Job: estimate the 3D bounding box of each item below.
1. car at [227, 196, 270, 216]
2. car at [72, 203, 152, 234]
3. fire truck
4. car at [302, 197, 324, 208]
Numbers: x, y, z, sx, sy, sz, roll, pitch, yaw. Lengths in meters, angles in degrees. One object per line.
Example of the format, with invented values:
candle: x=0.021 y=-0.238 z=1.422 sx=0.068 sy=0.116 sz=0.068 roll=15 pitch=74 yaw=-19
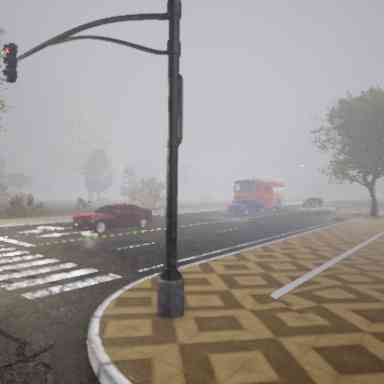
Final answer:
car: x=5.222 y=1.407 z=31.676 sx=1.882 sy=1.535 sz=5.008 roll=1 pitch=1 yaw=38
car: x=-4.510 y=1.424 z=19.323 sx=1.882 sy=1.535 sz=5.008 roll=1 pitch=1 yaw=38
fire truck: x=8.338 y=0.204 z=40.718 sx=2.891 sy=3.827 sz=8.468 roll=1 pitch=1 yaw=38
car: x=16.916 y=1.470 z=46.375 sx=1.837 sy=1.490 sz=4.892 roll=1 pitch=1 yaw=38
